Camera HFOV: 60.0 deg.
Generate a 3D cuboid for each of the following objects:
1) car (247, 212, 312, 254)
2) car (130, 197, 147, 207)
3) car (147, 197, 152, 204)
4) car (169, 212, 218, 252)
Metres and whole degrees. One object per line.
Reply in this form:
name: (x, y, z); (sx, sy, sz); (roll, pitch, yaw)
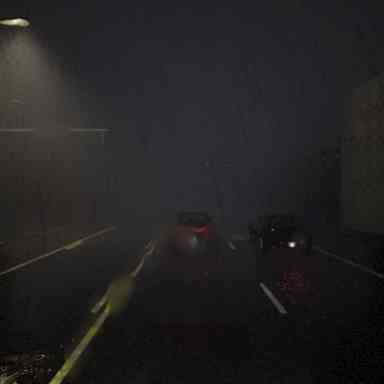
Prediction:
car: (3.571, 1.634, 14.218); (1.837, 1.490, 4.892); (0, -1, 0)
car: (-10.508, 1.839, 63.311); (2.097, 1.767, 4.553); (0, -1, 0)
car: (-10.484, 1.998, 78.377); (1.812, 1.442, 4.674); (0, 0, 0)
car: (0.073, 1.612, 14.445); (2.128, 1.511, 4.902); (0, -1, 0)
